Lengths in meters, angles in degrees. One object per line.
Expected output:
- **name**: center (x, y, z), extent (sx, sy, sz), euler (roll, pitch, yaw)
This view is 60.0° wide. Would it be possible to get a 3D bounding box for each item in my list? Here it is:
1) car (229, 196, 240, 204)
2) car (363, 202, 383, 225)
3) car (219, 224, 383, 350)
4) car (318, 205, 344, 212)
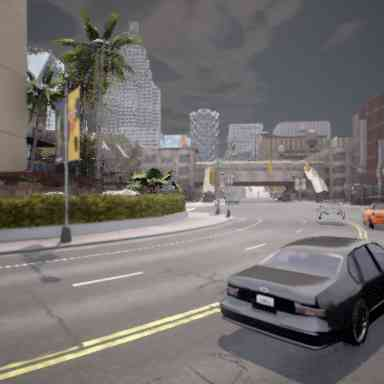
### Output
- **car**: center (10.319, 2.110, 78.633), extent (2.097, 1.535, 5.008), euler (0, 0, 5)
- **car**: center (13.278, 1.506, 23.226), extent (2.097, 1.767, 4.553), euler (0, -1, 21)
- **car**: center (2.824, 1.596, 6.486), extent (5.357, 1.411, 2.033), euler (0, -1, -45)
- **car**: center (10.650, 1.325, 25.799), extent (2.128, 1.511, 4.902), euler (0, -1, 17)
